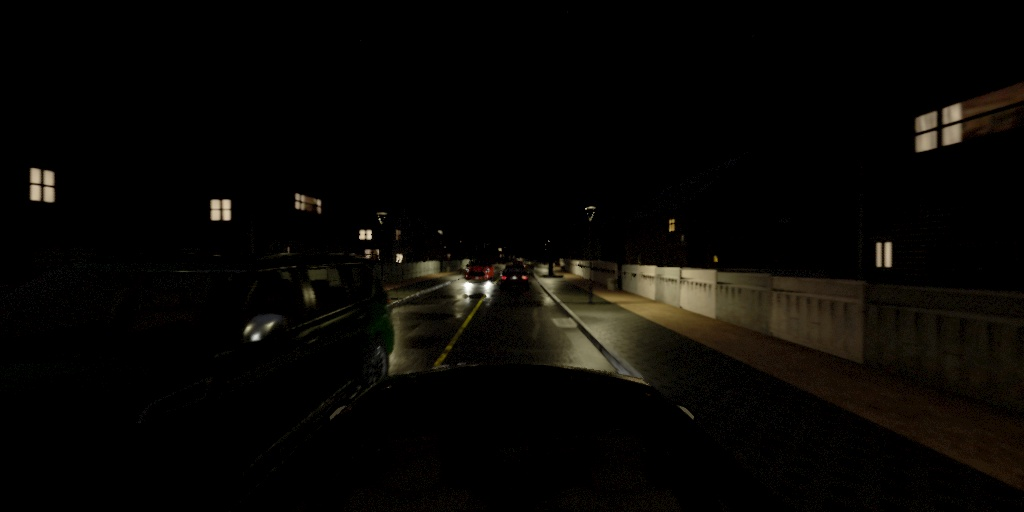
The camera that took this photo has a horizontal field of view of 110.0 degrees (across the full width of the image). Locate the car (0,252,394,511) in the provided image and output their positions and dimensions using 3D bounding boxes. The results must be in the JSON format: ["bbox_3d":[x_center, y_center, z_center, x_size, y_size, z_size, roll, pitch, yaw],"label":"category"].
[{"bbox_3d":[-2.857,0.974,3.339,2.150,2.045,5.566,0,0,-1],"label":"car"}]

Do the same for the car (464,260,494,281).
[{"bbox_3d":[-2.636,1.118,29.857,2.097,1.767,4.553,0,0,2],"label":"car"}]

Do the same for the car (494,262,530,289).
[{"bbox_3d":[0.165,1.310,23.261,2.033,1.411,5.357,0,0,1],"label":"car"}]
